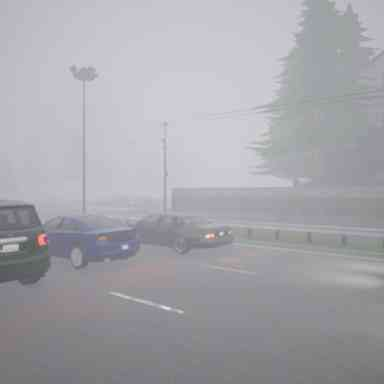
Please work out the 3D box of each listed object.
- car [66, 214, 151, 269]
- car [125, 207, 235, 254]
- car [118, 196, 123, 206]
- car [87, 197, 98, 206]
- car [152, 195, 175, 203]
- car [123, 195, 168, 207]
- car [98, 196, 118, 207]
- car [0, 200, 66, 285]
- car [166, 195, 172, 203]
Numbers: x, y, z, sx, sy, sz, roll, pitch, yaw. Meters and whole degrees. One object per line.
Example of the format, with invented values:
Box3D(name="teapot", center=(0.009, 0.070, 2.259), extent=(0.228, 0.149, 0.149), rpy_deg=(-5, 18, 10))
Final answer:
Box3D(name="car", center=(-3.943, 1.469, 11.294), extent=(5.008, 1.535, 1.882), rpy_deg=(0, 0, 37))
Box3D(name="car", center=(-0.945, 1.540, 13.418), extent=(5.357, 1.411, 2.033), rpy_deg=(0, 0, 37))
Box3D(name="car", center=(-7.695, 1.323, 47.437), extent=(2.097, 1.767, 4.553), rpy_deg=(0, 0, 37))
Box3D(name="car", center=(-13.344, 1.490, 51.564), extent=(1.812, 1.442, 4.674), rpy_deg=(0, 0, 37))
Box3D(name="car", center=(-5.641, 1.463, 67.402), extent=(1.837, 1.490, 4.892), rpy_deg=(0, 1, 37))
Box3D(name="car", center=(-6.052, 1.520, 43.814), extent=(2.033, 1.411, 5.357), rpy_deg=(0, 0, 37))
Box3D(name="car", center=(-10.951, 1.318, 48.931), extent=(2.097, 1.767, 4.553), rpy_deg=(0, 0, 37))
Box3D(name="car", center=(-5.762, 1.213, 8.281), extent=(5.566, 2.045, 2.150), rpy_deg=(0, 0, 37))
Box3D(name="car", center=(-2.823, 1.456, 65.375), extent=(2.128, 1.511, 4.902), rpy_deg=(0, 0, 38))
